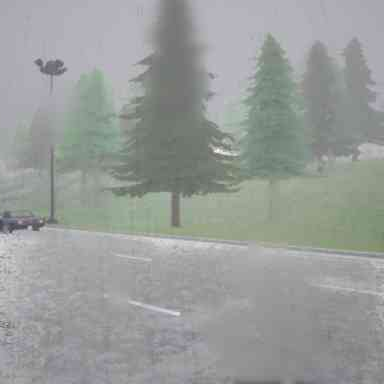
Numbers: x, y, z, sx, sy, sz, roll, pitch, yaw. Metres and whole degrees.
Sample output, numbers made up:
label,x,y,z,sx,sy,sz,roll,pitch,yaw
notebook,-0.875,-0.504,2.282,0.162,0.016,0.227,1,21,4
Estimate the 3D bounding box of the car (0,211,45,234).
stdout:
label,x,y,z,sx,sy,sz,roll,pitch,yaw
car,-11.196,1.792,20.574,4.718,1.301,1.895,-1,0,35
